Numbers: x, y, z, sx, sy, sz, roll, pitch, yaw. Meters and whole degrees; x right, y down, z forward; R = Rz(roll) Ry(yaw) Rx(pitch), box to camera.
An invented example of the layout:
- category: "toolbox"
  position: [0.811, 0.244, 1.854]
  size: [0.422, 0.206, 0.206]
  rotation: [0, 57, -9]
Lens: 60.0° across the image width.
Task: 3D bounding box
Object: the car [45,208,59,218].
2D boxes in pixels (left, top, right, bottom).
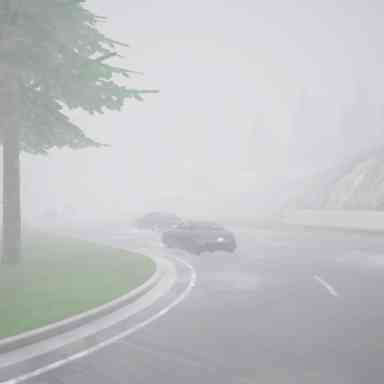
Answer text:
- category: "car"
  position: [-22.516, 3.330, 53.355]
  size: [2.128, 1.511, 4.902]
  rotation: [0, -2, -25]

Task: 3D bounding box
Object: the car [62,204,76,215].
- category: "car"
  position: [-24.140, 3.393, 65.164]
  size: [2.150, 2.045, 5.566]
  rotation: [0, -2, -25]

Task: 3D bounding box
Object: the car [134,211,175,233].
- category: "car"
  position: [-2.642, 2.213, 25.019]
  size: [1.837, 1.490, 4.892]
  rotation: [0, -2, -38]

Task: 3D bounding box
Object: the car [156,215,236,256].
- category: "car"
  position: [0.193, 1.963, 15.241]
  size: [1.994, 1.385, 4.181]
  rotation: [0, -2, -28]
